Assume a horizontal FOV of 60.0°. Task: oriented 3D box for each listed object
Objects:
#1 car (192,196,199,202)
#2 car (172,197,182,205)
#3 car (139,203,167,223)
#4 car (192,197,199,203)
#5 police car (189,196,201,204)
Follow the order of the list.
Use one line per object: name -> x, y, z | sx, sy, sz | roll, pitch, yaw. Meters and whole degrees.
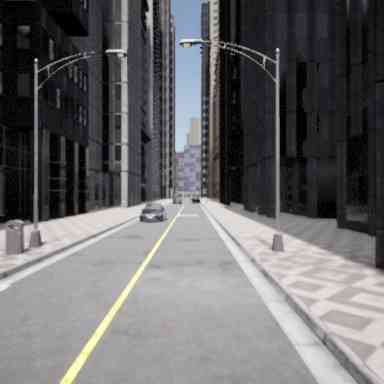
car -> 0.886, 1.941, 90.370 | 1.837, 1.490, 4.892 | 0, 0, 0
car -> -3.009, 1.793, 68.960 | 1.882, 1.535, 5.008 | 0, 0, 0
car -> -3.100, 1.645, 27.070 | 1.812, 1.442, 4.674 | 0, 0, 0
car -> 0.888, 1.926, 84.370 | 1.812, 1.442, 4.674 | 0, 0, 0
police car -> 0.889, 1.770, 74.481 | 1.930, 1.638, 5.238 | 0, 0, 0
